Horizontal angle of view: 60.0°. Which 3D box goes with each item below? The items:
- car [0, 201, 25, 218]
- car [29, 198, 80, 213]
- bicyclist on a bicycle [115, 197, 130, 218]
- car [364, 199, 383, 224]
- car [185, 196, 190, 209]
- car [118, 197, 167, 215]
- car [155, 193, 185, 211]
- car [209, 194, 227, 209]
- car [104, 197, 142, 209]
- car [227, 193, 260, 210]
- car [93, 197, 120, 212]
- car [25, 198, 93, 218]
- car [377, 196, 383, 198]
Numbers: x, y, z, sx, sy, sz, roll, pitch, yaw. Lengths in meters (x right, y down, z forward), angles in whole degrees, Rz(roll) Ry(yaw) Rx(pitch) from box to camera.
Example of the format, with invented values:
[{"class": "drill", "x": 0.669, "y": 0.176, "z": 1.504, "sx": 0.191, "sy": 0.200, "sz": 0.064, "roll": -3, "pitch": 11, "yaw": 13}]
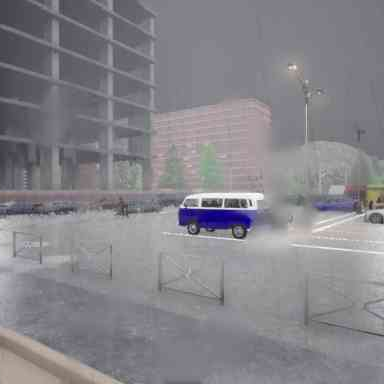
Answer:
[{"class": "car", "x": -15.811, "y": 1.492, "z": 30.296, "sx": 2.033, "sy": 1.411, "sz": 5.357, "roll": 0, "pitch": 0, "yaw": 35}, {"class": "car", "x": -15.272, "y": 1.436, "z": 37.136, "sx": 2.128, "sy": 1.511, "sz": 4.902, "roll": 0, "pitch": 0, "yaw": 35}, {"class": "bicyclist on a bicycle", "x": -5.455, "y": 1.248, "z": 25.923, "sx": 1.656, "sy": 1.620, "sz": 0.582, "roll": 0, "pitch": 0, "yaw": 35}, {"class": "car", "x": 13.297, "y": 1.395, "z": 21.444, "sx": 3.806, "sy": 1.475, "sz": 1.970, "roll": 0, "pitch": 0, "yaw": 36}, {"class": "car", "x": -3.228, "y": 1.166, "z": 54.147, "sx": 2.150, "sy": 2.045, "sz": 5.566, "roll": 0, "pitch": 0, "yaw": 35}, {"class": "car", "x": -4.902, "y": 1.508, "z": 33.277, "sx": 1.994, "sy": 1.385, "sz": 4.181, "roll": 0, "pitch": 0, "yaw": 35}, {"class": "car", "x": -3.818, "y": 1.166, "z": 47.284, "sx": 2.150, "sy": 2.045, "sz": 5.566, "roll": 0, "pitch": 0, "yaw": 35}, {"class": "car", "x": 5.265, "y": 1.451, "z": 53.786, "sx": 1.837, "sy": 1.490, "sz": 4.892, "roll": 0, "pitch": 1, "yaw": 35}, {"class": "car", "x": -9.352, "y": 1.436, "z": 45.524, "sx": 2.128, "sy": 1.511, "sz": 4.902, "roll": 0, "pitch": 0, "yaw": 35}, {"class": "car", "x": 8.082, "y": 1.168, "z": 51.747, "sx": 2.150, "sy": 2.045, "sz": 5.566, "roll": 0, "pitch": 0, "yaw": 36}, {"class": "car", "x": -9.990, "y": 1.449, "z": 38.555, "sx": 1.837, "sy": 1.490, "sz": 4.892, "roll": 0, "pitch": 0, "yaw": 35}, {"class": "car", "x": -11.727, "y": 1.436, "z": 29.664, "sx": 2.128, "sy": 1.511, "sz": 4.902, "roll": 0, "pitch": 0, "yaw": 35}, {"class": "car", "x": 16.501, "y": 1.153, "z": 26.010, "sx": 4.605, "sy": 1.855, "sz": 1.932, "roll": 0, "pitch": 0, "yaw": 36}]
